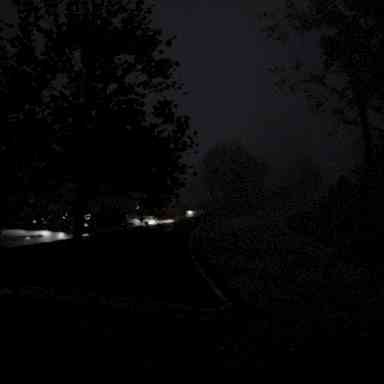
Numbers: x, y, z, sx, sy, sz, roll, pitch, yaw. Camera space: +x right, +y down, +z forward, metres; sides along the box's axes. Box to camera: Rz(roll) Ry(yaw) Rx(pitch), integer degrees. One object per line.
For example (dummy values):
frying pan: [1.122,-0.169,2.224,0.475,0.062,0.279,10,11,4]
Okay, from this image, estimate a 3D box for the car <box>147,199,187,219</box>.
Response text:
car: [-2.320,1.715,32.204,1.882,1.535,5.008,0,0,14]

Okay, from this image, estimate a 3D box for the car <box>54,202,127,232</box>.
car: [-6.027,1.435,20.966,2.097,1.767,4.553,0,-1,21]

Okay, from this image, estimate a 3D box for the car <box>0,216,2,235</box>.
car: [-9.892,1.224,12.050,2.150,2.045,5.566,0,0,26]

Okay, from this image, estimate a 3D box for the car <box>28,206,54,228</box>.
car: [-8.794,1.592,22.707,1.837,1.490,4.892,0,0,21]

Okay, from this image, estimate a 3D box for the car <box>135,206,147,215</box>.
car: [-4.756,1.629,36.858,2.097,1.767,4.553,0,-1,6]

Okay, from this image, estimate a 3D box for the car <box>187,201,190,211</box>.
car: [-1.387,1.795,46.989,1.882,1.535,5.008,0,1,-6]
